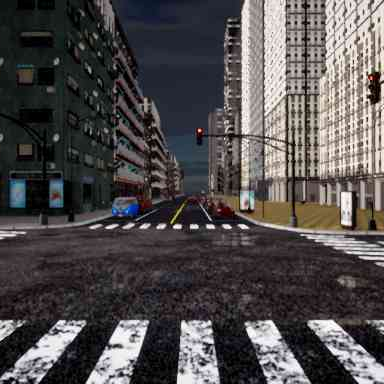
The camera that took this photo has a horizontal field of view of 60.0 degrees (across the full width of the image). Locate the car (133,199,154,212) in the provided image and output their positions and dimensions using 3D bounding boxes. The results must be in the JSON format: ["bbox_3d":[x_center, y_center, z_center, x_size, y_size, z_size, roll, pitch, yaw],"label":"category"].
[{"bbox_3d":[-5.667,1.545,39.467,1.887,1.381,4.507,0,0,0],"label":"car"}]

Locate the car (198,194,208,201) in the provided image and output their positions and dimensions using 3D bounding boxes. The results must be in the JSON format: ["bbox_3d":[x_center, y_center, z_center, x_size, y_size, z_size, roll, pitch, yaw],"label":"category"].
[{"bbox_3d":[2.734,1.341,83.683,2.192,1.841,5.009,0,0,0],"label":"car"}]

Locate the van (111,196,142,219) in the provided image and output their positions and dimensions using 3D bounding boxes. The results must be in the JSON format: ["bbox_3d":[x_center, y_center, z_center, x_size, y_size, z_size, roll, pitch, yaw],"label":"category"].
[{"bbox_3d":[-5.670,1.340,28.411,1.690,1.788,3.998,0,0,0],"label":"van"}]

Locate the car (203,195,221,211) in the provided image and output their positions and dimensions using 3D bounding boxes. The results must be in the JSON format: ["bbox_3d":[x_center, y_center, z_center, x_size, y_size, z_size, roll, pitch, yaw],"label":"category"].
[{"bbox_3d":[2.715,1.440,39.462,1.967,1.590,4.097,0,0,0],"label":"car"}]

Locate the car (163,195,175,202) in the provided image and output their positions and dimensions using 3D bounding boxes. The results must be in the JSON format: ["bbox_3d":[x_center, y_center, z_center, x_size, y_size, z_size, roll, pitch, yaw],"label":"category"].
[{"bbox_3d":[-5.649,1.462,78.159,1.967,1.590,4.097,0,0,0],"label":"car"}]

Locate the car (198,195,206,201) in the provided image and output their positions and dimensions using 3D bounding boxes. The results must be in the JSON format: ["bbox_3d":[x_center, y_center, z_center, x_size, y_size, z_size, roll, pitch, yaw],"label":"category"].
[{"bbox_3d":[2.735,1.582,89.210,2.008,1.369,4.403,0,0,0],"label":"car"}]

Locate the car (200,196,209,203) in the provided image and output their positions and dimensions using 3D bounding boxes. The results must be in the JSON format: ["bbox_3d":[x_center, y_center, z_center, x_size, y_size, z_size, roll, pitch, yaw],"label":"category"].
[{"bbox_3d":[2.728,1.562,72.628,1.887,1.381,4.507,0,0,0],"label":"car"}]

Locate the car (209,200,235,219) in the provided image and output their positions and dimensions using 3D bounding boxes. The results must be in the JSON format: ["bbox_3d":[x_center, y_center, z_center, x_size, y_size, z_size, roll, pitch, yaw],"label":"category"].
[{"bbox_3d":[2.709,1.580,28.406,1.802,1.307,4.206,0,0,0],"label":"car"}]

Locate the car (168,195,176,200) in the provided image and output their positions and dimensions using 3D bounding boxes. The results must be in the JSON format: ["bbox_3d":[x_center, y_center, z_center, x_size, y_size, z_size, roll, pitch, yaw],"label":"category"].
[{"bbox_3d":[-5.643,1.603,94.742,1.947,1.339,4.313,0,0,0],"label":"car"}]

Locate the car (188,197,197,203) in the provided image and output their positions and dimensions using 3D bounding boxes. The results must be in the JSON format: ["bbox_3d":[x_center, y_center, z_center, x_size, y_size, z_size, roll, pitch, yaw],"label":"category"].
[{"bbox_3d":[0.129,1.616,69.709,1.895,1.301,4.718,0,0,0],"label":"car"}]

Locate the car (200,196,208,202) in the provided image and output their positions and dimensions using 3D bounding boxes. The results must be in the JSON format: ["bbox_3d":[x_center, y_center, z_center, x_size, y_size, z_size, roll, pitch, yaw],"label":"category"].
[{"bbox_3d":[2.730,1.603,78.155,1.802,1.307,4.206,0,0,0],"label":"car"}]

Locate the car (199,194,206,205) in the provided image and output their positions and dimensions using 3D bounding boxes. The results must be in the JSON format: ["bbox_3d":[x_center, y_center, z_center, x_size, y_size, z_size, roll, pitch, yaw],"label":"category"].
[{"bbox_3d":[2.722,1.446,56.045,1.967,1.590,4.097,0,0,0],"label":"car"}]

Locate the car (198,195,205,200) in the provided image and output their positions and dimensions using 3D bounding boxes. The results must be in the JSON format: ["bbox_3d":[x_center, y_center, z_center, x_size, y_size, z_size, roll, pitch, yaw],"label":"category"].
[{"bbox_3d":[2.737,1.619,94.738,1.802,1.307,4.206,0,0,0],"label":"car"}]

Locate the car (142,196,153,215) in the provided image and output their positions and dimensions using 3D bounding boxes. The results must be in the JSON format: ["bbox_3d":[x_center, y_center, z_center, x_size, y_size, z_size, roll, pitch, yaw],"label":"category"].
[{"bbox_3d":[-5.667,1.314,33.939,2.192,1.841,5.009,0,0,0],"label":"car"}]
